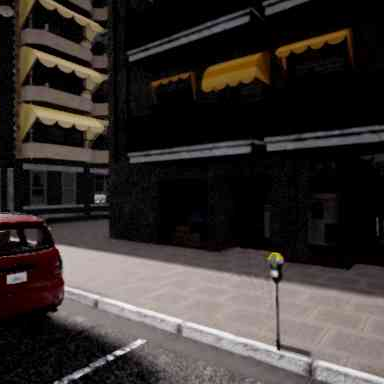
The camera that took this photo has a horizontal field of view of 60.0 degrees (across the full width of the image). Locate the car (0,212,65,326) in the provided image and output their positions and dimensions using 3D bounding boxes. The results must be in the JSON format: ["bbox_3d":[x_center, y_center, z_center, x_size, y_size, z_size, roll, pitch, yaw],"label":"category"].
[{"bbox_3d":[-4.374,1.263,6.016,5.009,1.841,2.192,1,-1,36],"label":"car"}]
